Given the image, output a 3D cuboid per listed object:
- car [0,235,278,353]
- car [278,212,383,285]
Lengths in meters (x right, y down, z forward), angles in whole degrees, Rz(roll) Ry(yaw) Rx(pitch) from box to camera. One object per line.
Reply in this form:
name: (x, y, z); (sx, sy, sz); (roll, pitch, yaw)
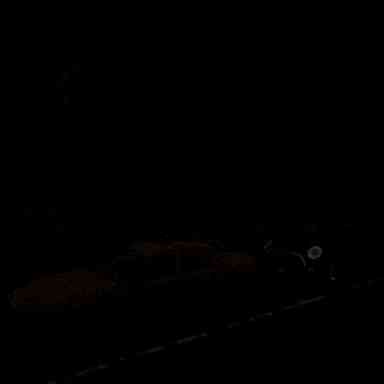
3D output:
car: (-0.769, 1.521, 6.101); (4.829, 1.417, 1.752); (0, 0, -36)
car: (3.835, 1.428, 9.388); (4.097, 1.590, 1.967); (0, 0, -36)
